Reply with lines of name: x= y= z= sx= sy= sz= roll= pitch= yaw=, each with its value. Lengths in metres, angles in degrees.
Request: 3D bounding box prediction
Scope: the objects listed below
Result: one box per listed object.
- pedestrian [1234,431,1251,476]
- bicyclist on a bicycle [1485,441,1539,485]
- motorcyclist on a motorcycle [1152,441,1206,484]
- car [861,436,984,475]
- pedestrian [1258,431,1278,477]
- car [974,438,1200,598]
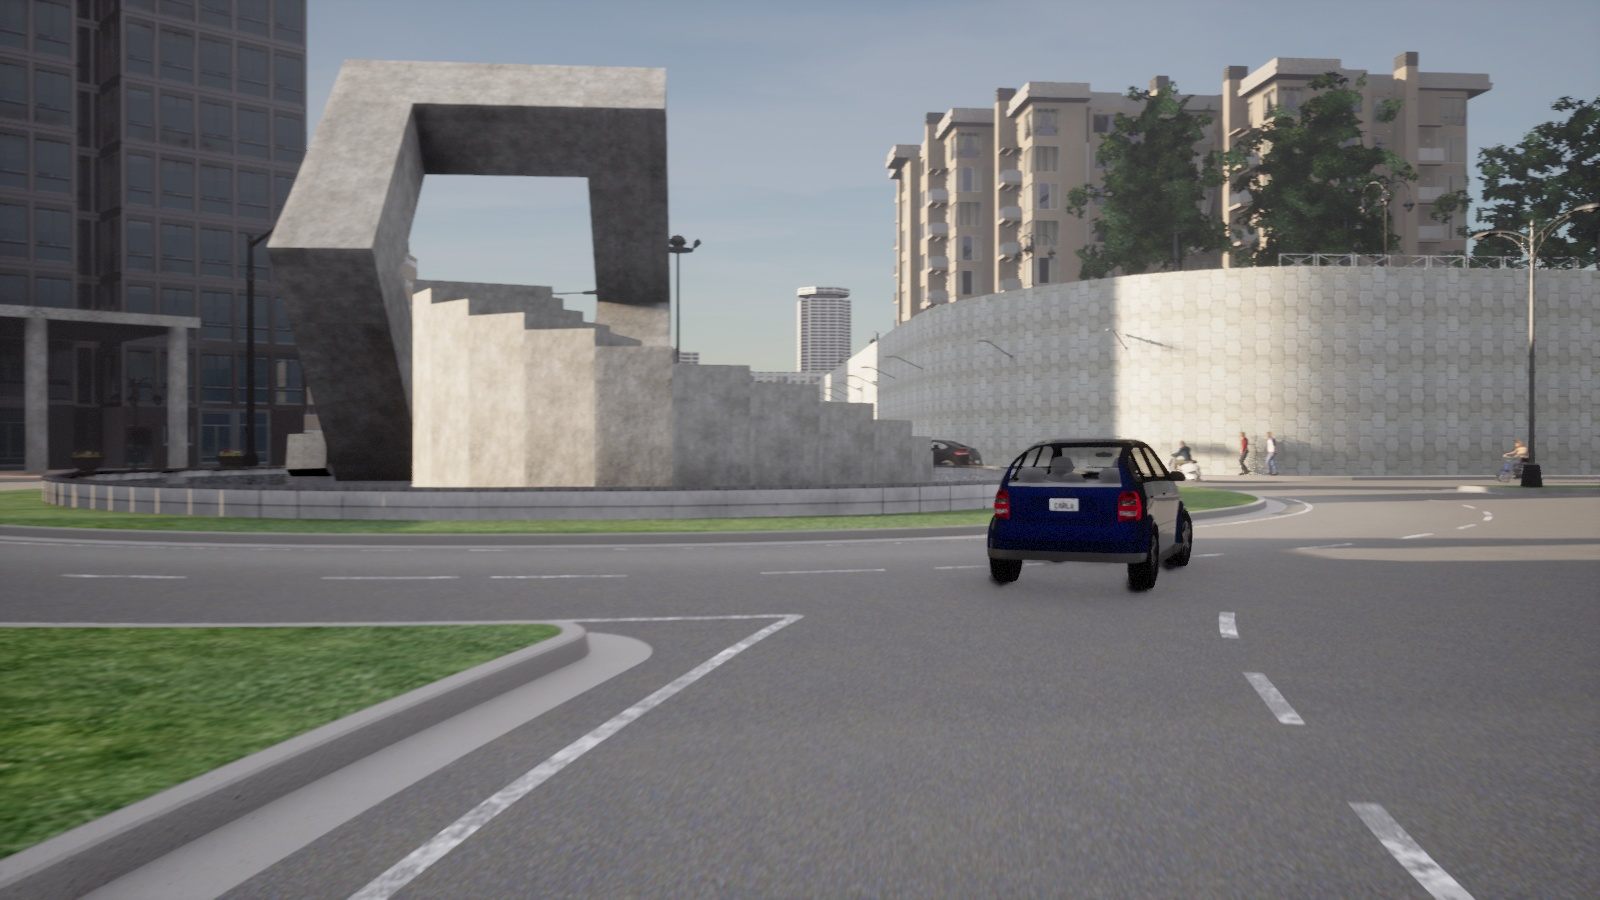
pedestrian: x=18.097 y=0.147 z=51.330 sx=0.636 sy=1.846 sz=0.331 roll=0 pitch=0 yaw=24
bicyclist on a bicycle: x=26.315 y=0.473 z=46.412 sx=1.509 sy=1.612 sz=0.866 roll=0 pitch=0 yaw=-3
motorcyclist on a motorcycle: x=14.399 y=0.459 z=47.731 sx=0.866 sy=1.590 sz=1.817 roll=-1 pitch=1 yaw=-32
car: x=5.438 y=0.219 z=55.987 sx=5.027 sy=1.651 sz=2.152 roll=0 pitch=0 yaw=32
pedestrian: x=18.936 y=0.152 z=50.793 sx=0.706 sy=1.836 sz=0.354 roll=0 pitch=0 yaw=9
car: x=3.376 y=0.651 z=14.244 sx=1.789 sy=1.549 sz=3.705 roll=0 pitch=0 yaw=24
